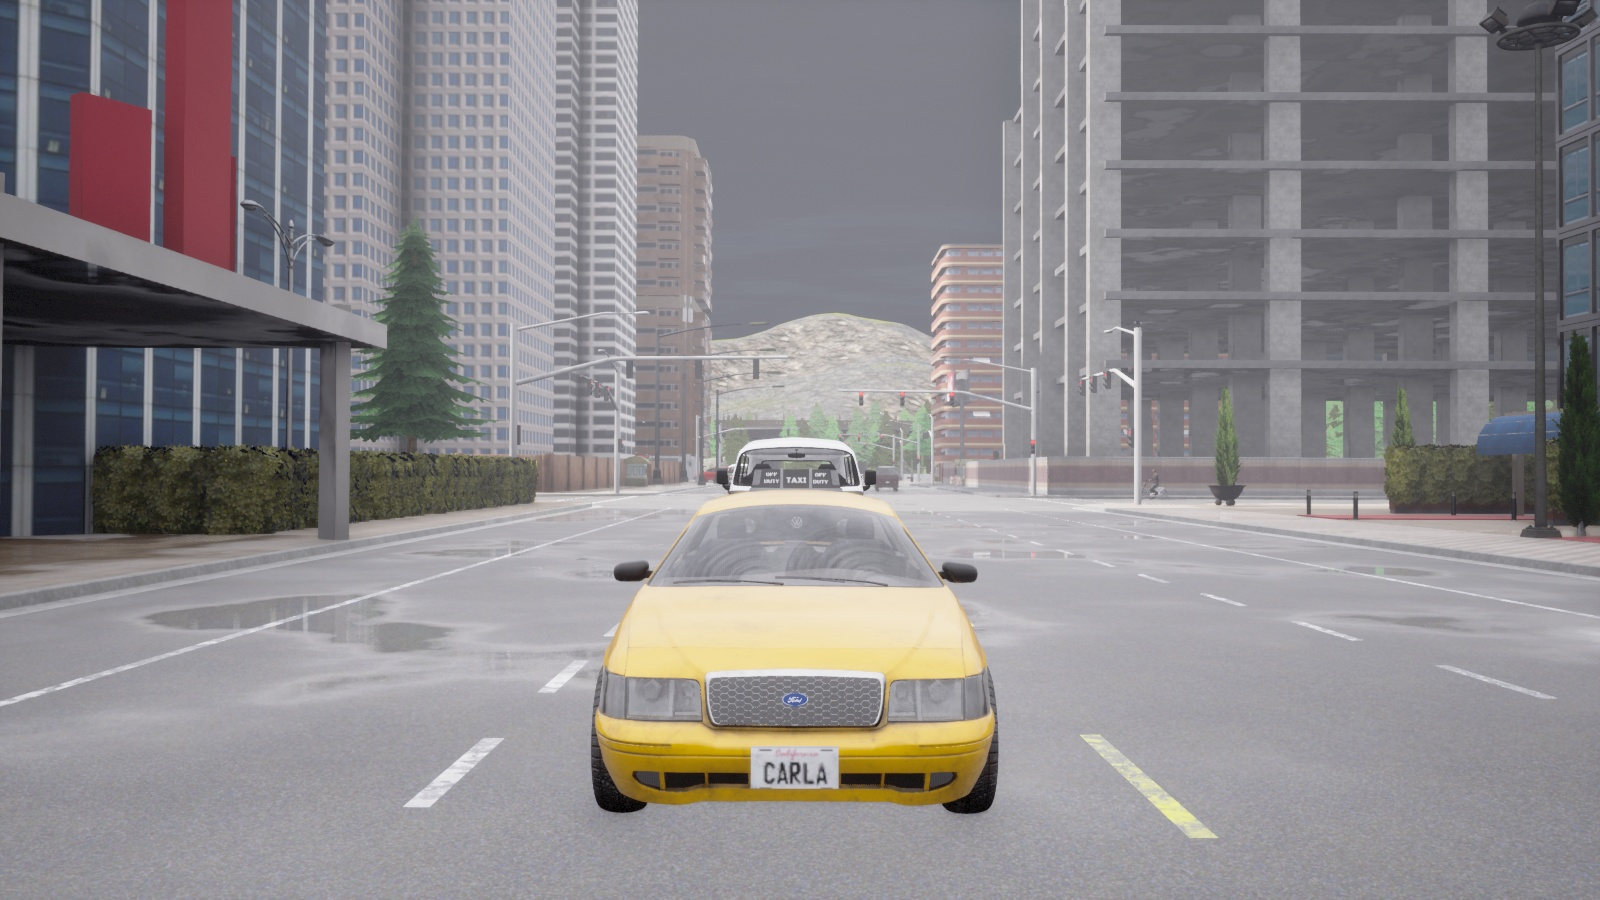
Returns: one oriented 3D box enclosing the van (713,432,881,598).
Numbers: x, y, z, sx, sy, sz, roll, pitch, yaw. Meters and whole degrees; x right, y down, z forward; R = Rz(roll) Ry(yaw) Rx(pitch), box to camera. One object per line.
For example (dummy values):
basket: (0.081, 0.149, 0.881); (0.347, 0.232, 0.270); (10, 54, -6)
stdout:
van: (-0.046, 0.836, 17.761); (2.069, 2.038, 4.480); (0, -1, 0)

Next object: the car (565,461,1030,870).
car: (-0.019, 0.880, 7.559); (1.801, 1.575, 5.366); (0, -1, 0)
